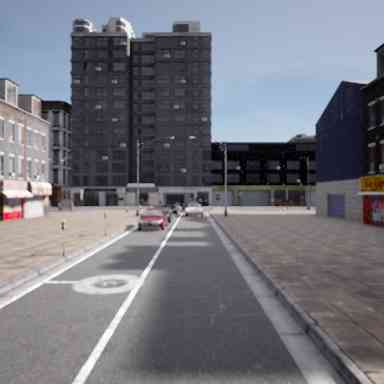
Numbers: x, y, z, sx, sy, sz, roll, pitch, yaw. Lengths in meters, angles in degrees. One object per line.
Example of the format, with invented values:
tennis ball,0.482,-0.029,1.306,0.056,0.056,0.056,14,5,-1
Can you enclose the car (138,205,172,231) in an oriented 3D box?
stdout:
car,-2.543,1.776,22.277,1.802,1.307,4.206,0,0,0

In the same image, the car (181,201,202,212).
car,-0.142,1.946,45.561,2.033,1.411,5.357,0,-1,-11

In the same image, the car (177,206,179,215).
car,-2.470,1.902,38.632,1.947,1.339,4.313,0,0,0

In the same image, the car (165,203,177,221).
car,-2.519,1.807,27.729,1.947,1.339,4.313,0,0,0

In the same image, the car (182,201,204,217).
car,0.238,1.908,35.258,1.895,1.301,4.718,0,0,0
